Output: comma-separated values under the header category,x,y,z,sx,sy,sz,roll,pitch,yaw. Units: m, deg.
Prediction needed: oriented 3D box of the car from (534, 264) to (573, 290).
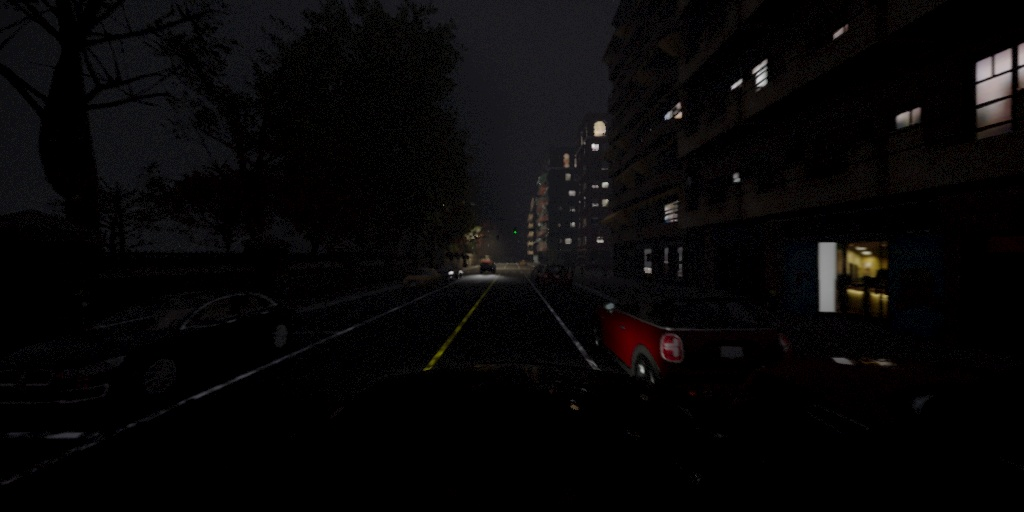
category,x,y,z,sx,sy,sz,roll,pitch,yaw
car,2.693,1.274,23.212,1.967,1.591,4.097,0,0,0

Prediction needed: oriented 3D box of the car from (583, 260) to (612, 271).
category,x,y,z,sx,sy,sz,roll,pitch,yaw
car,14.603,1.596,61.451,5.009,1.841,2.192,0,0,0

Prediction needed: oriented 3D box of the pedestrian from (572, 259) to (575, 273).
category,x,y,z,sx,sy,sz,roll,pitch,yaw
pedestrian,8.139,1.314,47.262,0.375,1.860,0.375,0,0,0

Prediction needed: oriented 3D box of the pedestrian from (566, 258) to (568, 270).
category,x,y,z,sx,sy,sz,roll,pitch,yaw
pedestrian,7.139,1.156,46.663,0.375,1.860,0.375,0,0,0

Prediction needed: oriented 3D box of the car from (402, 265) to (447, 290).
category,x,y,z,sx,sy,sz,roll,pitch,yaw
car,-5.688,1.360,23.042,1.751,1.417,4.829,0,0,0

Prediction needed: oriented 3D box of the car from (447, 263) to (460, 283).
category,x,y,z,sx,sy,sz,roll,pitch,yaw
car,-5.687,1.409,28.842,2.007,1.370,4.403,0,0,0

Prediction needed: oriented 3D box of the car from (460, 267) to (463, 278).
category,x,y,z,sx,sy,sz,roll,pitch,yaw
car,-5.687,1.409,34.303,1.751,1.417,4.829,0,0,0

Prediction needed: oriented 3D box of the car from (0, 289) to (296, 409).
category,x,y,z,sx,sy,sz,roll,pitch,yaw
car,-5.689,1.318,6.322,2.007,1.370,4.403,0,0,0

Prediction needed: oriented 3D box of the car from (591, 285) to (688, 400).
category,x,y,z,sx,sy,sz,roll,pitch,yaw
car,2.692,1.207,6.322,1.967,1.591,4.097,0,0,0

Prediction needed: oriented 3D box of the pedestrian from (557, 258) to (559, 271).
category,x,y,z,sx,sy,sz,roll,pitch,yaw
pedestrian,6.138,1.089,47.862,0.375,1.860,0.375,0,0,0

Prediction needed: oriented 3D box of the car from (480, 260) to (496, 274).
category,x,y,z,sx,sy,sz,roll,pitch,yaw
car,-2.997,1.537,45.130,1.895,1.301,4.718,0,0,0

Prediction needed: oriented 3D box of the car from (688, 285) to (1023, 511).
category,x,y,z,sx,sy,sz,roll,pitch,yaw
car,2.691,1.061,0.691,2.192,1.841,5.009,0,0,0

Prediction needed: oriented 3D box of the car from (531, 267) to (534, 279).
category,x,y,z,sx,sy,sz,roll,pitch,yaw
car,2.694,1.424,28.842,1.948,1.339,4.313,0,0,0
